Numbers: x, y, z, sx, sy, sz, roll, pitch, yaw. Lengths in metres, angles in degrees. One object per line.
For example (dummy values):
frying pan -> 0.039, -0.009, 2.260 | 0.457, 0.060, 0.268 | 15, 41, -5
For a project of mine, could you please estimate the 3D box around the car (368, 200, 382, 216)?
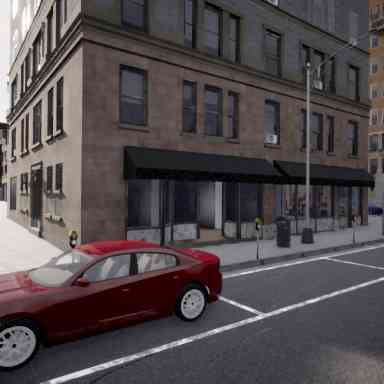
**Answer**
car -> 16.285, 1.391, 27.279 | 1.812, 1.442, 4.674 | 1, 0, -31

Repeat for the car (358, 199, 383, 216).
car -> 18.204, 1.395, 30.613 | 1.837, 1.490, 4.892 | 1, 0, -35

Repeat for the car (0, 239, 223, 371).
car -> -1.518, 1.545, 5.672 | 4.507, 1.381, 1.887 | 0, 1, -35
